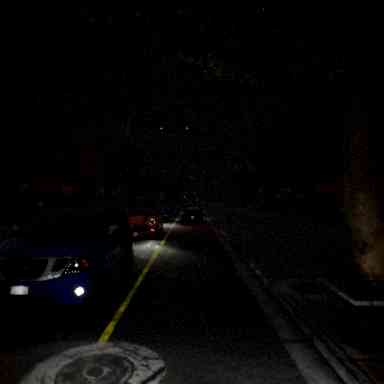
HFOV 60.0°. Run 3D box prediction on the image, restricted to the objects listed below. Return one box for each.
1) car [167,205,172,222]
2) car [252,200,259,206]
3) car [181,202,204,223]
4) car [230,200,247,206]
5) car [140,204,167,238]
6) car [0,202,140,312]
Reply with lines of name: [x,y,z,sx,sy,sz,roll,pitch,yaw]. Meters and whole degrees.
car: [-2.850,1.805,29.504,1.882,1.535,5.008,0,0,0]
car: [17.166,2.751,84.158,4.097,1.590,1.967,1,-1,0]
car: [0.035,1.840,28.527,1.812,1.442,4.674,0,-1,0]
car: [11.732,2.690,84.153,4.097,1.590,1.967,1,-1,0]
car: [-2.826,1.552,18.970,2.097,1.767,4.553,0,-1,0]
car: [-2.857,1.306,8.247,2.150,2.045,5.566,0,-1,0]
